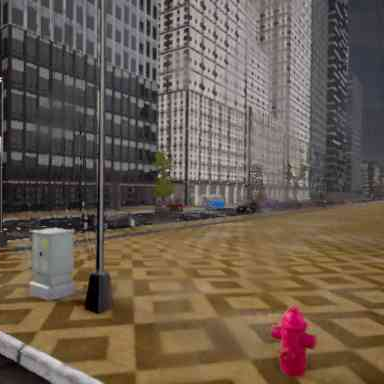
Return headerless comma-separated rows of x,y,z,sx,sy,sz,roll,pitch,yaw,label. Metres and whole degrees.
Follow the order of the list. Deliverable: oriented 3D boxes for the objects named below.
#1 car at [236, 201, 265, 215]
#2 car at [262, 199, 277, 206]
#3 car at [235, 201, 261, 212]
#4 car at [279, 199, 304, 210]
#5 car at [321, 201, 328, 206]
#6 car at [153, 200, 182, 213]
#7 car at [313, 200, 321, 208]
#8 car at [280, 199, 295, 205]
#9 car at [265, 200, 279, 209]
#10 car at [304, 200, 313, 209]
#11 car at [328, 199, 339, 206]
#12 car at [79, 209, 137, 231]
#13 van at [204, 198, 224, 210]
7.079,2.080,41.793,1.947,1.339,4.313,0,0,35,car
16.295,2.241,69.746,1.802,1.307,4.206,0,0,35,car
8.169,2.055,47.989,1.812,1.442,4.674,1,0,35,car
16.737,2.245,55.695,1.947,1.339,4.313,0,0,35,car
26.395,2.408,69.597,1.947,1.339,4.313,0,0,35,car
-3.015,1.770,41.950,1.967,1.590,4.097,0,0,35,car
23.177,2.228,64.964,1.967,1.590,4.097,0,0,35,car
22.732,2.334,79.011,1.947,1.339,4.313,0,0,35,car
14.186,2.109,56.714,1.882,1.535,5.008,1,0,35,car
19.956,2.315,60.329,1.802,1.307,4.206,0,0,35,car
32.834,2.516,78.865,1.947,1.339,4.313,0,0,35,car
-5.691,1.844,23.186,2.008,1.369,4.403,0,0,35,car
3.423,1.782,51.216,1.690,1.788,3.998,0,0,35,van
